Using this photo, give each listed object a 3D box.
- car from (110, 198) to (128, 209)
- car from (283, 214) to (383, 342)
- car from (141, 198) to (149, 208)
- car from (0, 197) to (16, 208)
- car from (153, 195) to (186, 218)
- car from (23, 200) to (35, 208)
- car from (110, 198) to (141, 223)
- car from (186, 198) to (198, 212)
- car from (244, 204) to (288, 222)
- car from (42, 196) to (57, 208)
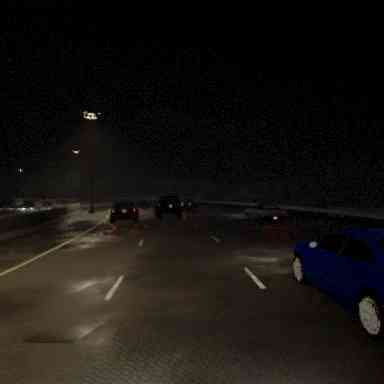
[{"bbox_3d":[-11.705,1.781,53.130,2.128,1.511,4.902,-1,0,-19],"label":"car"},{"bbox_3d":[3.545,1.438,6.469,1.882,1.535,5.008,0,0,-2],"label":"car"},{"bbox_3d":[-8.250,1.764,53.837,1.812,1.442,4.674,0,0,-19],"label":"car"},{"bbox_3d":[-33.832,1.859,61.278,2.150,2.045,5.566,-1,0,-23],"label":"car"},{"bbox_3d":[-2.383,1.324,31.390,2.150,2.045,5.566,0,0,-11],"label":"car"},{"bbox_3d":[-30.134,2.174,61.575,1.895,1.301,4.718,-1,0,-23],"label":"car"},{"bbox_3d":[-5.439,1.491,27.023,2.097,1.767,4.553,-1,0,-9],"label":"car"},{"bbox_3d":[-0.785,1.447,39.589,2.097,1.767,4.553,-1,0,-13],"label":"car"},{"bbox_3d":[5.587,1.571,25.843,1.895,1.301,4.718,-1,0,-9],"label":"car"},{"bbox_3d":[-25.106,1.714,58.558,2.150,2.045,5.566,-1,0,-21],"label":"car"}]
